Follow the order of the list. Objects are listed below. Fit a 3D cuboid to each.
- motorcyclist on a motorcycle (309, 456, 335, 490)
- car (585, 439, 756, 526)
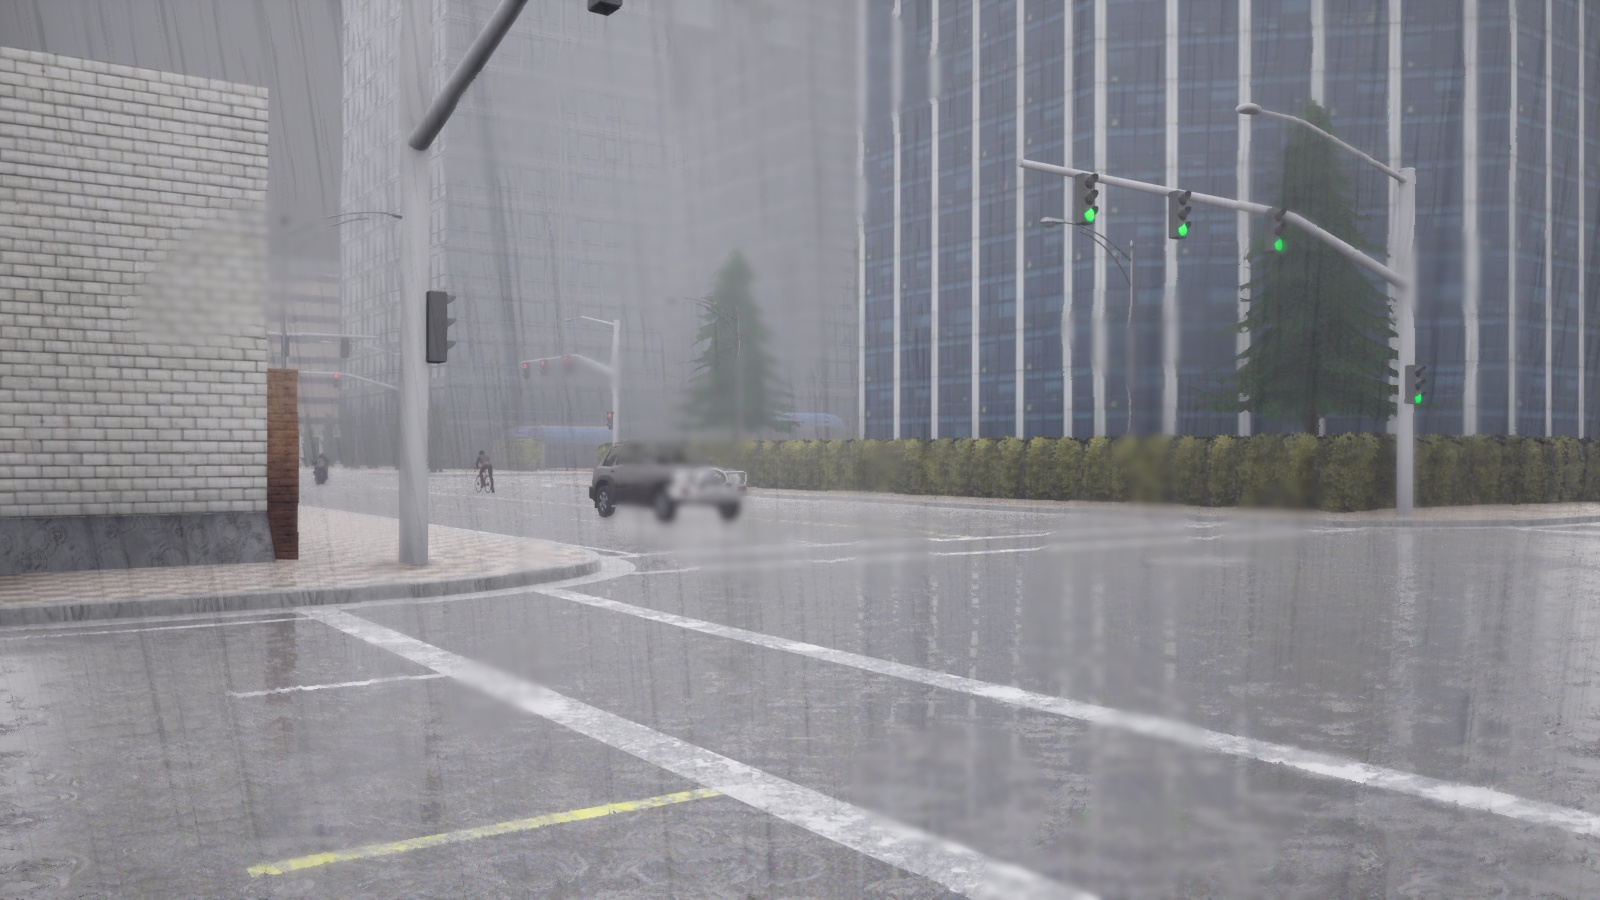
[{"bbox_3d":[-21.804,1.022,57.320,0.866,1.530,2.191,1,0,-15],"label":"motorcyclist on a motorcycle"},{"bbox_3d":[-3.097,0.695,29.092,1.932,1.855,4.605,0,0,-35],"label":"car"}]
